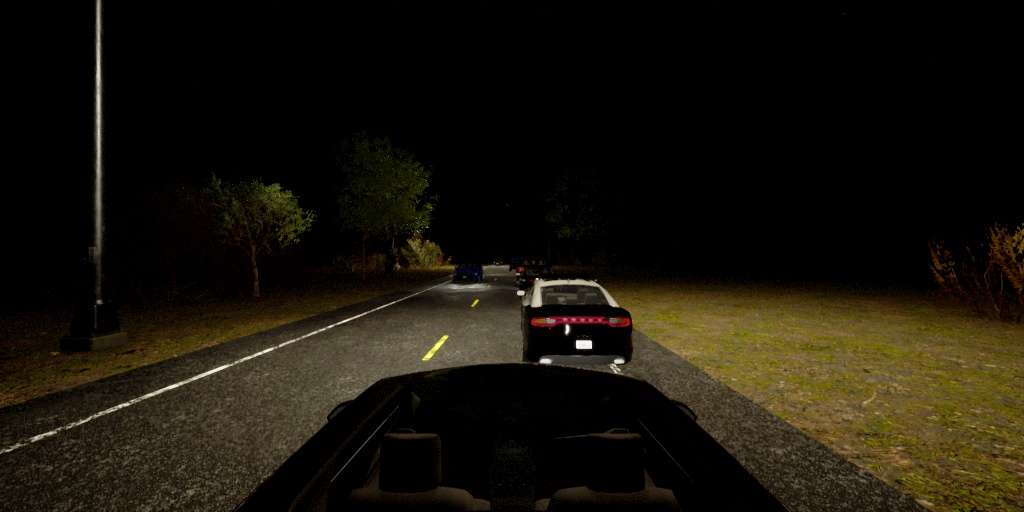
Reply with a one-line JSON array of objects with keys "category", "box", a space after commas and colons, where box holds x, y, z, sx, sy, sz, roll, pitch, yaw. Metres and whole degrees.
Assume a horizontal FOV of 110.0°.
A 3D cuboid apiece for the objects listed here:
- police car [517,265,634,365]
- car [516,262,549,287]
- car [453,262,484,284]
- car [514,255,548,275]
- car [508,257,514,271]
[{"category": "police car", "box": [1.152, 1.174, 8.163, 1.930, 1.638, 5.238, 0, 0, 1]}, {"category": "car", "box": [1.278, 1.250, 18.052, 1.837, 1.490, 4.892, 0, 0, 1]}, {"category": "car", "box": [-3.256, 1.213, 27.428, 1.882, 1.535, 5.008, 0, 0, 1]}, {"category": "car", "box": [1.353, 0.964, 24.081, 2.150, 2.045, 5.566, 0, 0, 1]}, {"category": "car", "box": [0.630, 1.234, 46.583, 1.812, 1.442, 4.674, 0, 0, 1]}]
